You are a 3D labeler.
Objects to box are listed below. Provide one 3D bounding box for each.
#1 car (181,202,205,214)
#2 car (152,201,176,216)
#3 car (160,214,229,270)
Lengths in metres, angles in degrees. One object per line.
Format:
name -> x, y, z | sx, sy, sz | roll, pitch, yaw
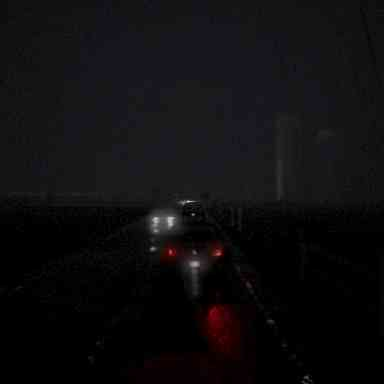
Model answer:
car -> 0.095, 1.591, 27.823 | 1.882, 1.535, 5.008 | 0, 0, 0
car -> -2.827, 1.662, 33.992 | 1.812, 1.442, 4.674 | 0, 0, 0
car -> 0.086, 1.649, 11.114 | 1.895, 1.301, 4.718 | 0, 0, 0
